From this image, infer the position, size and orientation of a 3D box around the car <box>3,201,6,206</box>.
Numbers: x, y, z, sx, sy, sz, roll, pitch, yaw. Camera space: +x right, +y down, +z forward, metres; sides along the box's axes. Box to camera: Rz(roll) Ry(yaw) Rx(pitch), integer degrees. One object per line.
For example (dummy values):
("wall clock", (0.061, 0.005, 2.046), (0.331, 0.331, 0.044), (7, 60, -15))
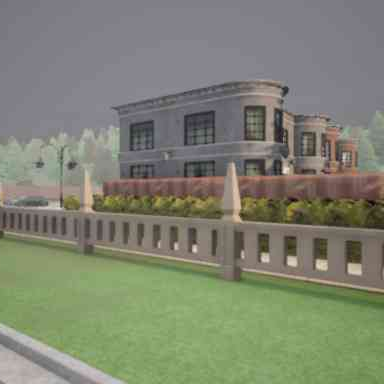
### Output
("car", (-16.529, 1.479, 23.994), (1.895, 1.301, 4.718), (0, 0, 38))

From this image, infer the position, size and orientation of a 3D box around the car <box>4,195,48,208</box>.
("car", (-21.133, 1.166, 42.904), (2.097, 1.767, 4.553), (0, 0, 36))

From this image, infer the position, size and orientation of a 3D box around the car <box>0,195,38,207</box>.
("car", (-25.494, 1.273, 48.785), (2.128, 1.511, 4.902), (0, 0, 36))
